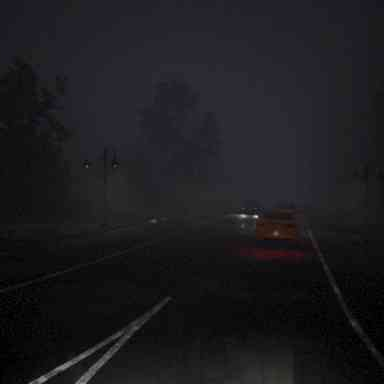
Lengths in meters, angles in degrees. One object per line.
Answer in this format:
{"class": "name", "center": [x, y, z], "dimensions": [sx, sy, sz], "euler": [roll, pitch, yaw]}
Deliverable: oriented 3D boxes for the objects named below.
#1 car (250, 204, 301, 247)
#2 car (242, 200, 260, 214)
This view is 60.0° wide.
{"class": "car", "center": [4.162, 1.576, 15.988], "dimensions": [1.882, 1.535, 5.008], "euler": [1, 0, 17]}
{"class": "car", "center": [6.731, 1.690, 36.999], "dimensions": [1.837, 1.490, 4.892], "euler": [1, 0, 17]}
